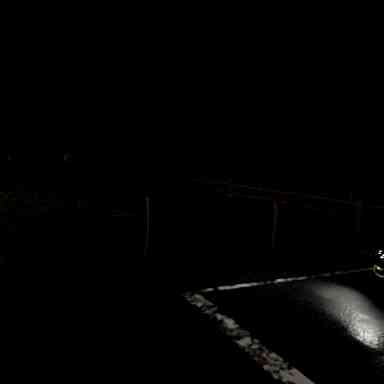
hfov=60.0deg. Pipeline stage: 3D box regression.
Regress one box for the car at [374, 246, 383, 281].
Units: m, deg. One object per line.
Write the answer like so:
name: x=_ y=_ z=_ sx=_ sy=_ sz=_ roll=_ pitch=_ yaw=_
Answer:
car: x=6.076 y=1.297 z=7.072 sx=4.892 sy=1.490 sz=1.837 roll=1 pitch=4 yaw=-26
